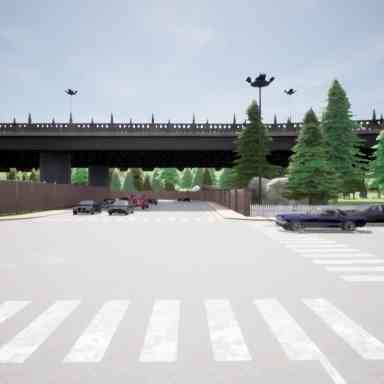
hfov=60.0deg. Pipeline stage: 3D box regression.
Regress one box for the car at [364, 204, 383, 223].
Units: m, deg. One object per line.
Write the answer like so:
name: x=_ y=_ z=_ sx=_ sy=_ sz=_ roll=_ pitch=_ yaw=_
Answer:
car: x=12.235 y=1.491 z=22.219 sx=5.357 sy=1.411 sz=2.033 roll=0 pitch=0 yaw=2

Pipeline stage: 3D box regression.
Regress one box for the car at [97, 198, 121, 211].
car: x=-10.544 y=1.524 z=42.585 sx=1.812 sy=1.442 sz=4.674 roll=0 pitch=0 yaw=0

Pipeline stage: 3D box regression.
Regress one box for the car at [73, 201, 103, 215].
car: x=-10.569 y=1.562 z=33.870 sx=1.994 sy=1.385 sz=4.181 roll=0 pitch=0 yaw=0

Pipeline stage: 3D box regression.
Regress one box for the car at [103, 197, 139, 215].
car: x=-7.043 y=1.546 z=33.593 sx=2.033 sy=1.411 sz=5.357 roll=0 pitch=0 yaw=0

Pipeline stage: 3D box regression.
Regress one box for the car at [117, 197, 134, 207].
car: x=-10.540 y=1.523 z=52.765 sx=1.812 sy=1.442 sz=4.674 roll=0 pitch=0 yaw=0

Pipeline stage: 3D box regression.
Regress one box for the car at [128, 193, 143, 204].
car: x=-10.690 y=1.218 z=63.473 sx=2.150 sy=2.045 sz=5.566 roll=0 pitch=0 yaw=-3

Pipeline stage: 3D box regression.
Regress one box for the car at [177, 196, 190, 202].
car: x=-1.908 y=1.549 z=75.231 sx=1.994 sy=1.385 sz=4.181 roll=0 pitch=0 yaw=-19

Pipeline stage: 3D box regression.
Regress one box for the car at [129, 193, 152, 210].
car: x=-7.045 y=1.219 z=43.767 sx=2.150 sy=2.045 sz=5.566 roll=0 pitch=0 yaw=0

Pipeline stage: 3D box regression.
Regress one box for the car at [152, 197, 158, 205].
car: x=-7.026 y=1.561 z=57.368 sx=1.994 sy=1.385 sz=4.181 roll=0 pitch=0 yaw=0

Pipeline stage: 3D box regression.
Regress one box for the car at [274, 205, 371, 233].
car: x=7.138 y=1.550 z=18.815 sx=4.718 sy=1.301 sz=1.895 roll=0 pitch=0 yaw=-2
